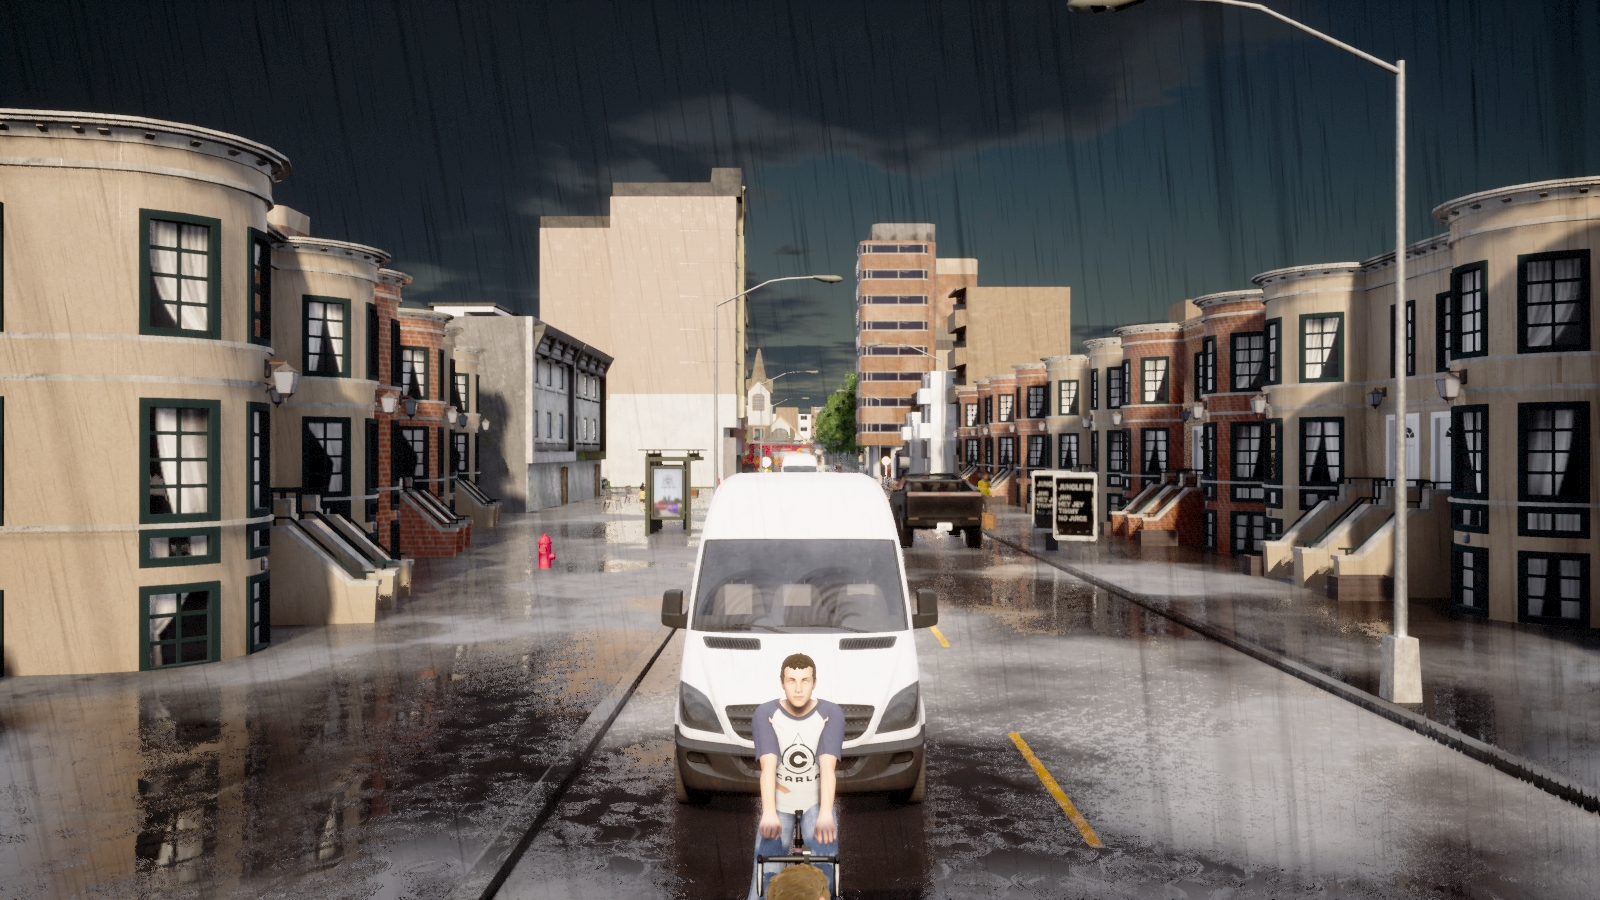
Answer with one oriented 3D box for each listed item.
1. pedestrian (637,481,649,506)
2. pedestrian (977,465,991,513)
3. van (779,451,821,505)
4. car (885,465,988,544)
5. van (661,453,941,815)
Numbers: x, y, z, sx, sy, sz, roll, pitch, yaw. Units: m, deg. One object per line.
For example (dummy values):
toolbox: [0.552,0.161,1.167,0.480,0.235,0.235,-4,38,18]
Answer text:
pedestrian: [-6.985,1.929,50.789,0.500,1.100,0.500,0,0,-4]
pedestrian: [7.251,1.543,45.101,0.375,1.860,0.375,0,0,-33]
van: [0.005,1.337,57.321,1.988,2.561,5.915,0,0,0]
car: [4.002,1.548,34.750,2.390,2.098,6.274,0,0,0]
van: [0.003,1.319,11.084,1.988,2.561,5.915,0,0,0]
